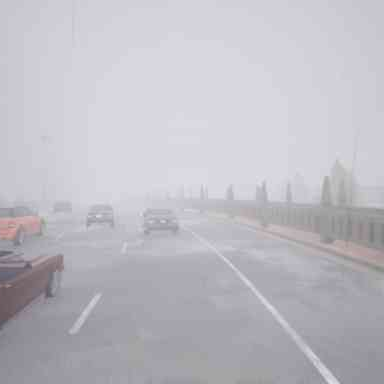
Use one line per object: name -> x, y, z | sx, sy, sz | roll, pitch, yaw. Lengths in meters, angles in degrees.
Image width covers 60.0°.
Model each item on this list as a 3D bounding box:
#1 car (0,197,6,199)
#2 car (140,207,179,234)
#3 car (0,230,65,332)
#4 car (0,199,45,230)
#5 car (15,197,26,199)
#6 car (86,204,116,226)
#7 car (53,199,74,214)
car -> -31.938, 1.597, 55.060 | 1.882, 1.535, 5.008 | 0, 0, -19
car -> -1.948, 1.555, 19.312 | 2.033, 1.411, 5.357 | 0, 0, -11
car -> -3.724, 1.615, 5.546 | 1.895, 1.301, 4.718 | 0, 0, -3
car -> -8.434, 1.384, 15.468 | 2.097, 1.767, 4.553 | 0, 0, -9
car -> -27.925, 1.609, 54.176 | 1.837, 1.490, 4.892 | 0, 0, -19
car -> -6.448, 1.572, 23.595 | 2.033, 1.411, 5.357 | 0, 0, -14
car -> -14.240, 1.545, 36.863 | 2.128, 1.511, 4.902 | 0, 0, -19
